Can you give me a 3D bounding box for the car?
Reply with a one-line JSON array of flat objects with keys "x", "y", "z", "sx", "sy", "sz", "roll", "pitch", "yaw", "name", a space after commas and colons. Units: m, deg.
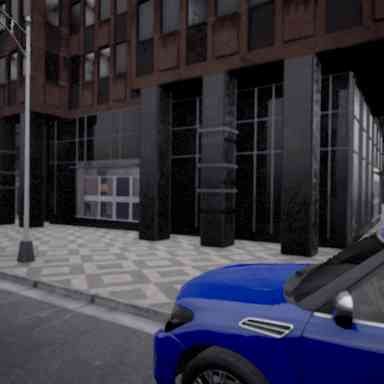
[{"x": 2.288, "y": 1.227, "z": 2.672, "sx": 5.566, "sy": 2.045, "sz": 2.150, "roll": 0, "pitch": 0, "yaw": 33, "name": "car"}]
